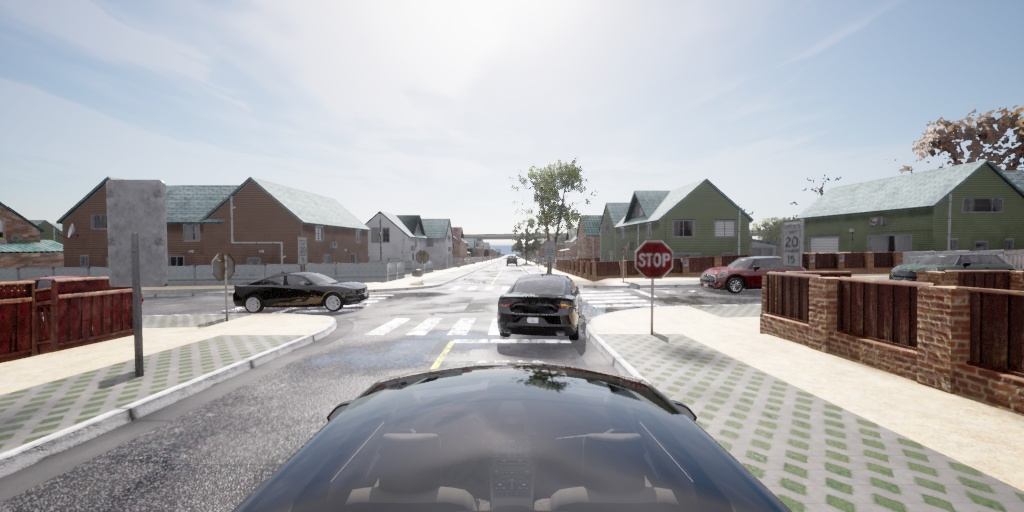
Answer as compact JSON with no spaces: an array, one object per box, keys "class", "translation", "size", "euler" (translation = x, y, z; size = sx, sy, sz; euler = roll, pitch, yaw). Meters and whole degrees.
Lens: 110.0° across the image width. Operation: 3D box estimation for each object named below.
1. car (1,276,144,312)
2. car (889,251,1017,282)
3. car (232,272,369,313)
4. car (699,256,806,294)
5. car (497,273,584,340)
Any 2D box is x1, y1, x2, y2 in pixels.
[{"class":"car","translation":[-18.023,1.547,14.547],"size":[5.008,1.535,1.882],"euler":[-1,2,0]},{"class":"car","translation":[21.700,0.646,17.768],"size":[4.553,1.767,2.097],"euler":[-1,2,0]},{"class":"car","translation":[-8.470,1.377,14.610],"size":[5.008,1.535,1.882],"euler":[-1,2,0]},{"class":"car","translation":[11.805,0.821,17.696],"size":[4.553,1.767,2.097],"euler":[-1,2,0]},{"class":"car","translation":[0.957,1.225,10.085],"size":[1.882,1.535,5.008],"euler":[0,0,12]}]
